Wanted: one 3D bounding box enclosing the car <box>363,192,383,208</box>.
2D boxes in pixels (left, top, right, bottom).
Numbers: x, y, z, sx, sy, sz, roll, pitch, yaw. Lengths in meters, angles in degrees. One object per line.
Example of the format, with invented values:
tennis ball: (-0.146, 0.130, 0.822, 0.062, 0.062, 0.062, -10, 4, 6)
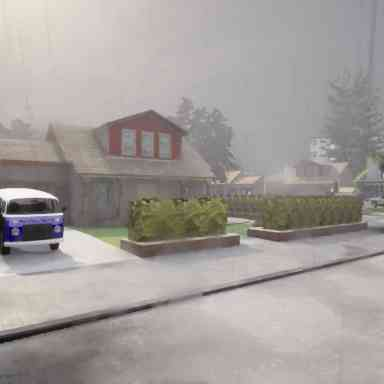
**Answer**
car: (23.066, 0.986, 40.726, 3.866, 1.878, 1.905, 0, 0, -1)
